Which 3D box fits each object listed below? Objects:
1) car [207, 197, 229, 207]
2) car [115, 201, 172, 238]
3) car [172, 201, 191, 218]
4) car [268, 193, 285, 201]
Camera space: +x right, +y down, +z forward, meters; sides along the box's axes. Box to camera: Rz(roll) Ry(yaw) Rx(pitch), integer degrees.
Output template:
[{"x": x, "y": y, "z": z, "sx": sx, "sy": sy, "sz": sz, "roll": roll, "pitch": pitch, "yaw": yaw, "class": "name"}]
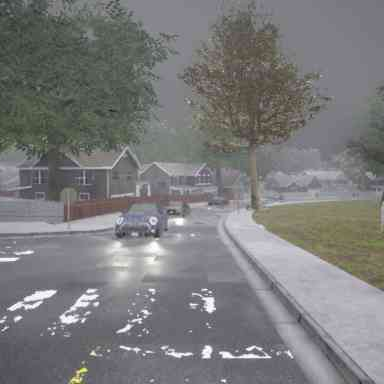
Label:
[{"x": 3.835, "y": 1.376, "z": 47.815, "sx": 2.033, "sy": 1.411, "sz": 5.357, "roll": 1, "pitch": 1, "yaw": 23, "class": "car"}, {"x": -2.490, "y": 1.326, "z": 17.352, "sx": 2.097, "sy": 1.767, "sz": 4.553, "roll": 0, "pitch": 0, "yaw": 3, "class": "car"}, {"x": -1.343, "y": 1.485, "z": 29.482, "sx": 1.994, "sy": 1.385, "sz": 4.181, "roll": 0, "pitch": 0, "yaw": 10, "class": "car"}, {"x": 17.939, "y": 1.017, "z": 70.456, "sx": 2.097, "sy": 1.767, "sz": 4.553, "roll": 2, "pitch": 2, "yaw": 39, "class": "car"}]
